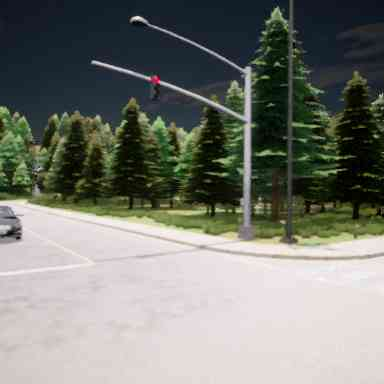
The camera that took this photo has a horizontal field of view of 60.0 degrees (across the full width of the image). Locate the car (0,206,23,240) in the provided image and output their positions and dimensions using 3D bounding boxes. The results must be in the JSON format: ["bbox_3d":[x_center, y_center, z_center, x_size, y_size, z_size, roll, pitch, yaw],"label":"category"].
[{"bbox_3d":[-9.421,1.421,15.920,2.128,1.511,4.902,1,0,-36],"label":"car"}]
